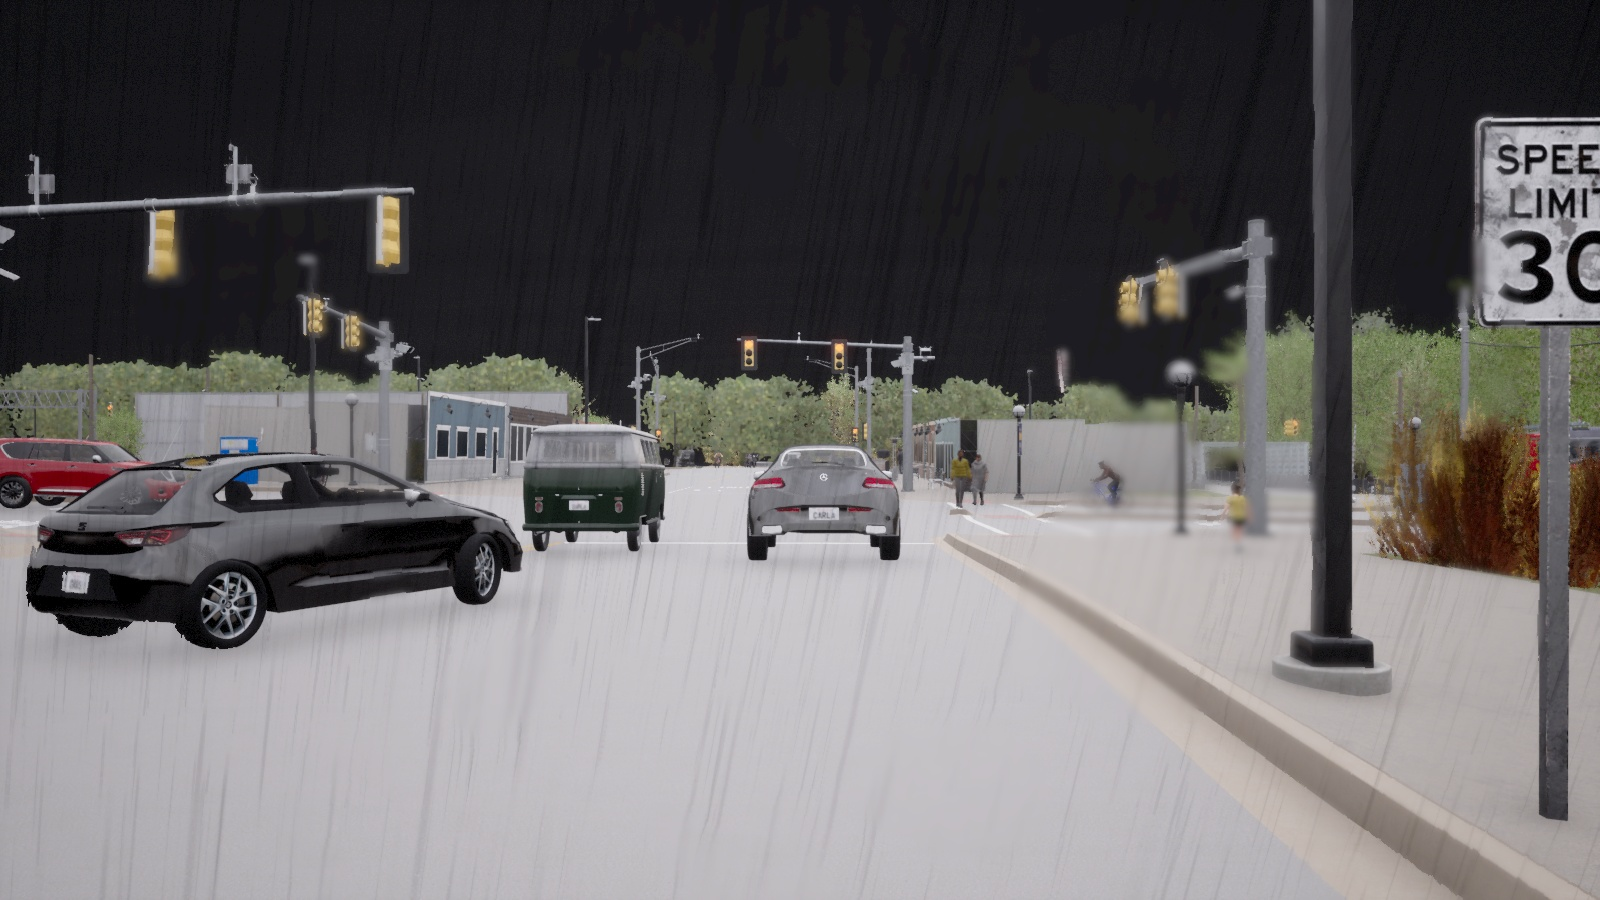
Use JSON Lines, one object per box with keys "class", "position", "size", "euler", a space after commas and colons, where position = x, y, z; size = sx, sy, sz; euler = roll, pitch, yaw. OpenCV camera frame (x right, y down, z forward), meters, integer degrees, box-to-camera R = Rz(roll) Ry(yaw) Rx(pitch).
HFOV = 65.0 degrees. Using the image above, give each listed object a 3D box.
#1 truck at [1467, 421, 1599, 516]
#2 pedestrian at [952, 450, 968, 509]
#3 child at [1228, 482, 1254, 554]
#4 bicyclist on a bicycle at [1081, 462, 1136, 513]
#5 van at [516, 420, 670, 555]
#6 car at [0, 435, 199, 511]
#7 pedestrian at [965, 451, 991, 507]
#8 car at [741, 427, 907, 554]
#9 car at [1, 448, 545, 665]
{"class": "truck", "position": [32.456, 0.827, 54.751], "size": [2.891, 3.827, 8.468], "euler": [-1, -1, 6]}
{"class": "pedestrian", "position": [5.050, 0.909, 39.615], "size": [0.431, 1.840, 0.709], "euler": [0, 1, 3]}
{"class": "child", "position": [7.034, 1.080, 20.037], "size": [0.255, 1.110, 0.394], "euler": [0, 1, -5]}
{"class": "bicyclist on a bicycle", "position": [10.250, 1.247, 41.786], "size": [1.656, 1.620, 0.582], "euler": [1, -1, 0]}
{"class": "van", "position": [-3.282, 0.598, 20.731], "size": [1.775, 1.987, 4.442], "euler": [0, -1, 0]}
{"class": "car", "position": [-21.005, 0.661, 36.899], "size": [5.566, 2.045, 2.150], "euler": [1, 0, -3]}
{"class": "pedestrian", "position": [6.303, 1.025, 44.442], "size": [0.659, 1.952, 0.873], "euler": [0, 1, 28]}
{"class": "car", "position": [0.350, 0.588, 18.883], "size": [2.152, 1.651, 5.027], "euler": [0, -1, 1]}
{"class": "car", "position": [-4.332, 0.746, 11.057], "size": [1.816, 1.474, 4.193], "euler": [0, 1, 28]}
